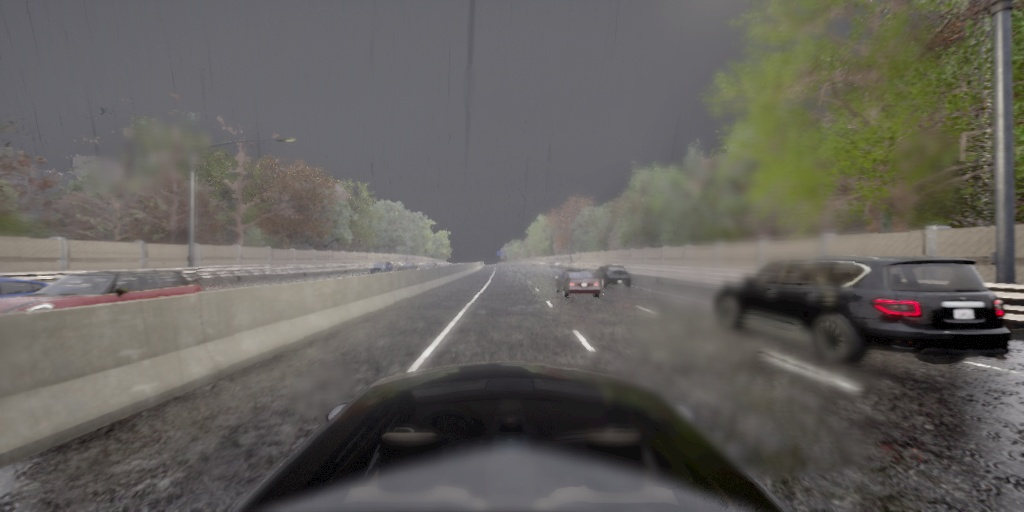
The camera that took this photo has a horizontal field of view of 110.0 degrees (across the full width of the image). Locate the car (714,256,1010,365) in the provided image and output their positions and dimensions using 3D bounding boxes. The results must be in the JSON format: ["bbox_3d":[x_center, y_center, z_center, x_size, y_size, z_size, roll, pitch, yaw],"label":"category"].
[{"bbox_3d":[7.082,1.024,8.307,2.150,2.045,5.566,0,0,0],"label":"car"}]

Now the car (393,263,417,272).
[{"bbox_3d":[-14.740,1.720,51.089,2.033,1.411,5.357,0,0,-1],"label":"car"}]

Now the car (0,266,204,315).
[{"bbox_3d":[-10.624,1.173,9.316,2.097,1.767,4.553,0,0,0],"label":"car"}]

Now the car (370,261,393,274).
[{"bbox_3d":[-18.233,1.521,50.457,2.097,1.767,4.553,0,-1,-1],"label":"car"}]

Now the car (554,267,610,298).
[{"bbox_3d":[3.504,1.450,19.767,2.033,1.411,5.357,0,0,-1],"label":"car"}]

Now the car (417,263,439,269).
[{"bbox_3d":[-11.220,1.664,49.493,1.837,1.490,4.892,0,0,-1],"label":"car"}]

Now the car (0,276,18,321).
[{"bbox_3d":[-17.620,1.372,9.363,2.033,1.411,5.357,0,0,0],"label":"car"}]

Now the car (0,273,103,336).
[{"bbox_3d":[-14.121,1.298,9.058,1.882,1.535,5.008,0,0,0],"label":"car"}]

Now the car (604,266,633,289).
[{"bbox_3d":[6.937,1.452,25.147,1.837,1.490,4.892,0,0,-1],"label":"car"}]
